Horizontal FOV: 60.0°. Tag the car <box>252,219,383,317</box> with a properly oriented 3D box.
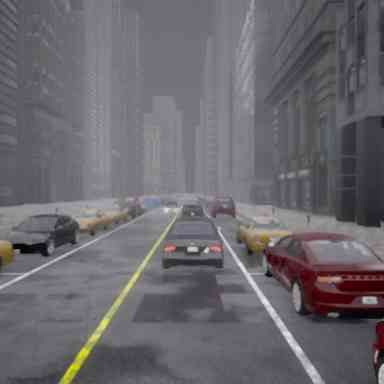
[{"bbox_3d":[2.759,1.546,7.397,1.887,1.381,4.507,0,0,0],"label":"car"}]

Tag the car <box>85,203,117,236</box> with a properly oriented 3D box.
[{"bbox_3d":[-5.768,1.530,18.499,1.752,1.417,4.829,0,0,0],"label":"car"}]

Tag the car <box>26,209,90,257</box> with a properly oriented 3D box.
[{"bbox_3d":[-5.767,1.569,13.029,1.947,1.339,4.313,0,0,0],"label":"car"}]

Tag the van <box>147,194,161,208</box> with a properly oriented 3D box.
[{"bbox_3d":[-5.772,1.363,46.873,1.690,1.788,3.998,0,0,0],"label":"van"}]

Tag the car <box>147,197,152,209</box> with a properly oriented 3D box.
[{"bbox_3d":[-5.770,1.538,35.422,1.752,1.417,4.829,0,0,0],"label":"car"}]

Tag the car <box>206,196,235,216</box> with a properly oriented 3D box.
[{"bbox_3d":[2.755,1.324,29.959,2.192,1.841,5.009,0,0,0],"label":"car"}]

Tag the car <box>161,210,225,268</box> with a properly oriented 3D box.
[{"bbox_3d":[0.045,1.549,11.213,2.033,1.411,5.357,0,0,1],"label":"car"}]

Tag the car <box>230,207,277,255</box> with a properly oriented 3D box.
[{"bbox_3d":[2.758,1.528,13.208,1.752,1.417,4.829,0,0,0],"label":"car"}]

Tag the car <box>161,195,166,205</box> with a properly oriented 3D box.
[{"bbox_3d":[-5.773,1.578,52.513,2.008,1.369,4.403,0,0,0],"label":"car"}]

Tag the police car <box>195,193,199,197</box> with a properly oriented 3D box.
[{"bbox_3d":[2.356,1.482,77.578,1.930,1.638,5.238,0,0,0],"label":"police car"}]

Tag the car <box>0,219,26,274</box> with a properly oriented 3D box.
[{"bbox_3d":[-5.766,1.526,7.218,1.752,1.417,4.829,0,0,0],"label":"car"}]

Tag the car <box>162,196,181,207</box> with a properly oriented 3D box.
[{"bbox_3d":[-3.088,1.628,51.722,1.895,1.301,4.718,0,0,0],"label":"car"}]

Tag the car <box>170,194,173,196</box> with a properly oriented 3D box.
[{"bbox_3d":[-5.776,1.363,69.436,2.192,1.841,5.009,0,0,0],"label":"car"}]

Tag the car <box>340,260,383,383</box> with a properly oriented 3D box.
[{"bbox_3d":[2.760,1.545,1.756,1.887,1.381,4.507,0,0,0],"label":"car"}]

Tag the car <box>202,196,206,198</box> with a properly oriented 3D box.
[{"bbox_3d":[2.753,1.573,46.880,2.008,1.369,4.403,0,0,0],"label":"car"}]

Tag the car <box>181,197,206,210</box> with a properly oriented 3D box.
[{"bbox_3d":[0.067,1.516,30.047,1.837,1.490,4.892,0,0,0],"label":"car"}]

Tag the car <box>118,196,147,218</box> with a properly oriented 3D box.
[{"bbox_3d":[-5.770,1.325,29.951,2.192,1.841,5.009,0,0,0],"label":"car"}]

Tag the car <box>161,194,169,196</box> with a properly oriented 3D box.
[{"bbox_3d":[-5.774,1.349,58.154,2.192,1.841,5.009,0,0,0],"label":"car"}]

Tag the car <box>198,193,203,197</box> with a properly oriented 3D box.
[{"bbox_3d":[2.751,1.480,63.801,1.967,1.590,4.097,0,0,0],"label":"car"}]

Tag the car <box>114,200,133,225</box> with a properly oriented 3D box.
[{"bbox_3d":[-5.768,1.532,24.140,1.752,1.417,4.829,0,0,0],"label":"car"}]

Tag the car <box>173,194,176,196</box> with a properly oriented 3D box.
[{"bbox_3d":[-5.777,1.634,86.358,1.947,1.339,4.313,0,0,0],"label":"car"}]
